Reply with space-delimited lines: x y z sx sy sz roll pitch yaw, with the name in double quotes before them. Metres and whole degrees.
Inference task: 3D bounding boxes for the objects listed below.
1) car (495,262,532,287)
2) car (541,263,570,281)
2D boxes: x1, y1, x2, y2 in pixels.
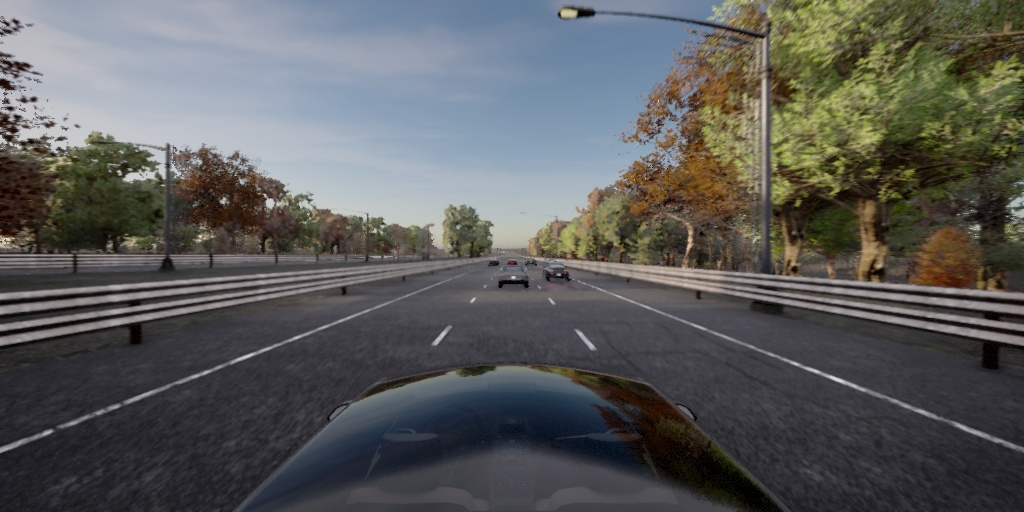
"car" 0.097 1.307 24.343 1.994 1.385 4.181 0 0 0
"car" 3.595 1.267 29.816 1.812 1.442 4.674 0 0 0
